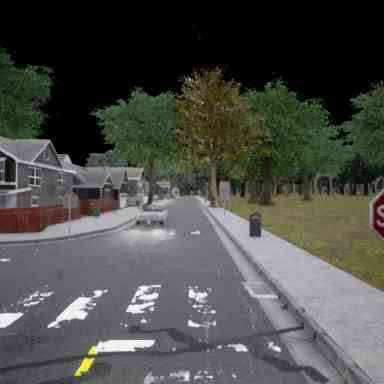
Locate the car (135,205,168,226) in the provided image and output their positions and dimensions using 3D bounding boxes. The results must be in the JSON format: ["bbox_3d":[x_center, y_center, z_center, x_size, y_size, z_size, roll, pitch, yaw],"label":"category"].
[{"bbox_3d":[-2.774,1.613,23.549,1.895,1.301,4.718,0,0,0],"label":"car"}]
